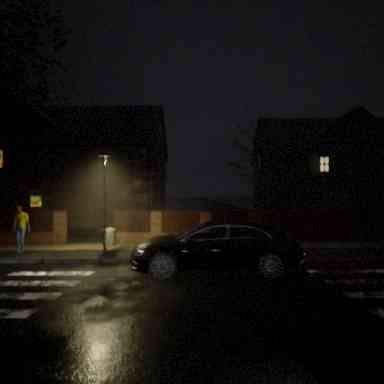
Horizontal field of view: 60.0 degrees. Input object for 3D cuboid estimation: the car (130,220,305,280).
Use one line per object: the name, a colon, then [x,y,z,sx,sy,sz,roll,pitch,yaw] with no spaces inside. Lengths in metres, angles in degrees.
car: [0.709,1.596,9.662,4.902,1.511,2.128,-1,-1,1]

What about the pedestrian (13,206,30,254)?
pedestrian: [-6.575,1.410,12.747,0.375,1.860,0.375,0,-1,1]
